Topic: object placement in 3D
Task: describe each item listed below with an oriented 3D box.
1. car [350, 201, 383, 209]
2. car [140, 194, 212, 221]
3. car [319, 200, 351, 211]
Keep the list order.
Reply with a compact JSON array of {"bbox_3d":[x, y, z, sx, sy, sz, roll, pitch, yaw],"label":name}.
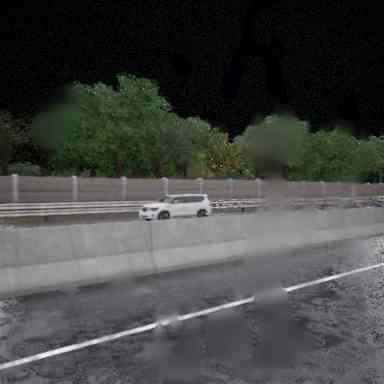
[{"bbox_3d":[15.817,1.510,28.162,4.718,1.301,1.895,0,0,-35],"label":"car"},{"bbox_3d":[-1.081,1.173,24.714,5.566,2.045,2.150,0,0,-35],"label":"car"},{"bbox_3d":[14.143,1.456,31.267,5.357,1.411,2.033,0,0,-35],"label":"car"}]
